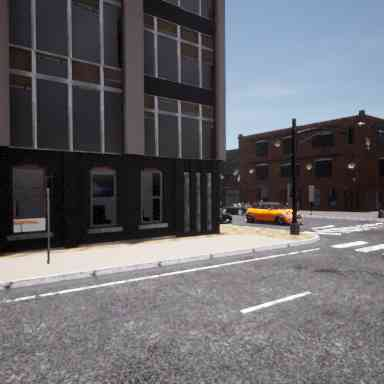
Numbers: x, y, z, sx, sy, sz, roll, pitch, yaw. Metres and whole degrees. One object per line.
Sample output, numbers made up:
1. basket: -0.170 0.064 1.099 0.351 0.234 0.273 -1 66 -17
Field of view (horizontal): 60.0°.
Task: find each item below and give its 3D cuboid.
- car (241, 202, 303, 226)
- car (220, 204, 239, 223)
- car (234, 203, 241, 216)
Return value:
1. car: 6.492 1.626 26.477 2.097 1.767 4.553 -1 0 -37
2. car: 1.554 1.938 28.503 1.947 1.339 4.313 -2 0 -37
3. car: 5.162 1.925 38.103 2.008 1.369 4.403 -2 0 -37
